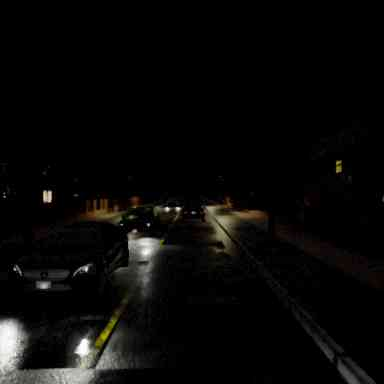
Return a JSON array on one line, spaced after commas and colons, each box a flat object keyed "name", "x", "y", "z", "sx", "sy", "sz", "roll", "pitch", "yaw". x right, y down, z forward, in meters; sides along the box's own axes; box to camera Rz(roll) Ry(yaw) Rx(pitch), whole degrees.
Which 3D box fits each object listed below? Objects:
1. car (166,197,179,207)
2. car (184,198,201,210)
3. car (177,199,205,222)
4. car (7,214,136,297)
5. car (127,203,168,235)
[{"name": "car", "x": -2.842, "y": 1.525, "z": 50.240, "sx": 1.882, "sy": 1.535, "sz": 5.008, "roll": 0, "pitch": 0, "yaw": 0}, {"name": "car", "x": 0.089, "y": 1.582, "z": 43.792, "sx": 2.033, "sy": 1.411, "sz": 5.357, "roll": 0, "pitch": 0, "yaw": 0}, {"name": "car", "x": 0.094, "y": 1.557, "z": 26.440, "sx": 2.033, "sy": 1.411, "sz": 5.357, "roll": 0, "pitch": 0, "yaw": 0}, {"name": "car", "x": -2.837, "y": 1.525, "z": 8.700, "sx": 1.812, "sy": 1.442, "sz": 4.674, "roll": 0, "pitch": 0, "yaw": 0}, {"name": "car", "x": -2.814, "y": 1.551, "z": 19.173, "sx": 2.033, "sy": 1.411, "sz": 5.357, "roll": 0, "pitch": 0, "yaw": 1}]
